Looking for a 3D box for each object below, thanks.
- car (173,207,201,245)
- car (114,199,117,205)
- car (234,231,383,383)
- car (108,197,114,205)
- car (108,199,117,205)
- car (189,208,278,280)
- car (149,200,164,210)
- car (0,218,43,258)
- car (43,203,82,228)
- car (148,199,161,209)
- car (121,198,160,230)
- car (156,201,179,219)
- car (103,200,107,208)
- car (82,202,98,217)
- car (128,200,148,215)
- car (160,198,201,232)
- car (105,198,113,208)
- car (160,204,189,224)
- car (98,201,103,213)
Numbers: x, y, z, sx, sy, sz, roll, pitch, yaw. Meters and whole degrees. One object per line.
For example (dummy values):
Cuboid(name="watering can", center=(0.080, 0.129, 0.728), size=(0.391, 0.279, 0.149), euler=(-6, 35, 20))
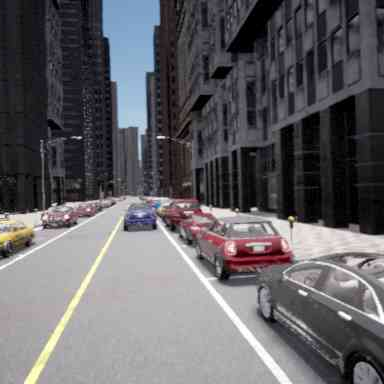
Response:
Cuboid(name="car", center=(0.382, 1.614, 15.560), size=(1.802, 1.307, 4.206), euler=(-1, 0, -10))
Cuboid(name="car", center=(-17.393, 2.264, 69.344), size=(1.887, 1.381, 4.507), euler=(-1, 0, -10))
Cuboid(name="car", center=(2.256, 1.497, 4.514), size=(2.008, 1.369, 4.403), euler=(-1, 0, -10))
Cuboid(name="car", center=(-16.428, 2.198, 63.653), size=(1.752, 1.417, 4.829), euler=(-1, 0, -10))
Cuboid(name="car", center=(-19.240, 2.335, 80.222), size=(1.752, 1.417, 4.829), euler=(-1, 0, -10))
Cuboid(name="car", center=(1.315, 1.429, 10.038), size=(1.967, 1.590, 4.097), euler=(-1, 0, -10))
Cuboid(name="car", center=(-5.244, 1.878, 48.698), size=(1.802, 1.307, 4.206), euler=(-1, 0, -10))
Cuboid(name="car", center=(-7.990, 1.798, 13.951), size=(1.752, 1.417, 4.829), euler=(-1, 0, -10))
Cuboid(name="car", center=(-9.896, 1.801, 25.164), size=(1.967, 1.590, 4.097), euler=(-1, 0, -10))
Cuboid(name="car", center=(-6.182, 1.923, 54.221), size=(1.802, 1.307, 4.206), euler=(-1, 0, -10))
Cuboid(name="car", center=(-3.564, 1.520, 22.739), size=(2.097, 1.767, 4.553), euler=(-2, 0, -9))
Cuboid(name="car", center=(-2.461, 1.690, 32.297), size=(1.752, 1.417, 4.829), euler=(-1, 0, -10))
Cuboid(name="car", center=(-13.643, 2.104, 47.254), size=(1.947, 1.339, 4.313), euler=(-1, 0, -10))
Cuboid(name="car", center=(-11.771, 1.890, 36.209), size=(1.967, 1.590, 4.097), euler=(-1, 0, -10))
Cuboid(name="car", center=(-6.349, 1.791, 39.176), size=(2.128, 1.511, 4.902), euler=(-2, 0, -9))
Cuboid(name="car", center=(-0.563, 1.390, 21.084), size=(2.192, 1.841, 5.009), euler=(-1, 0, -10))
Cuboid(name="car", center=(-15.518, 2.179, 58.299), size=(2.008, 1.369, 4.403), euler=(-1, 0, -10))
Cuboid(name="car", center=(-1.494, 1.701, 26.606), size=(1.802, 1.307, 4.206), euler=(-1, 0, -10))
Cuboid(name="car", center=(-12.705, 2.076, 41.731), size=(1.802, 1.307, 4.206), euler=(-1, 0, -10))
